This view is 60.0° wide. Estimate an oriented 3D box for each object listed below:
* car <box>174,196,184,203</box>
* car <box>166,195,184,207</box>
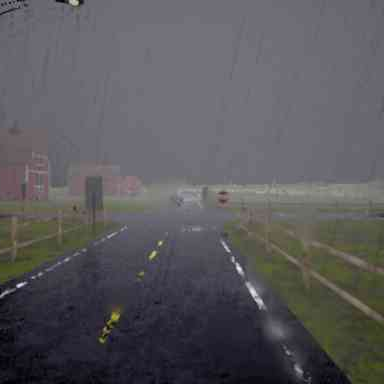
[{"bbox_3d":[-2.758,1.556,71.237,1.895,1.301,4.718,0,0,0],"label":"car"},{"bbox_3d":[-2.755,1.297,50.244,2.097,1.767,4.553,0,-1,0],"label":"car"}]
